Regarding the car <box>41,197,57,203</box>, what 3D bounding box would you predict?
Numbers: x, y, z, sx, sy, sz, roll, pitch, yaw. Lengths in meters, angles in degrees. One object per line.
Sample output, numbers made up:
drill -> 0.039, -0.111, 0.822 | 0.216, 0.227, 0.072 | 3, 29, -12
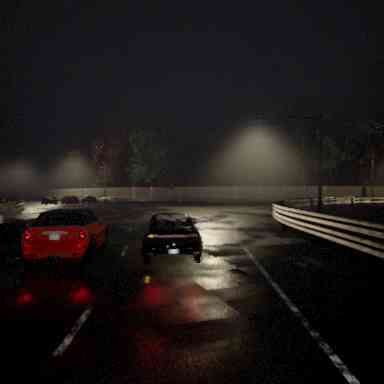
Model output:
car -> -25.129, 1.543, 58.587 | 2.128, 1.511, 4.902 | 0, 0, -37

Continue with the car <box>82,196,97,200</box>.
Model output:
car -> -19.328, 1.525, 62.505 | 1.837, 1.490, 4.892 | 0, 0, -37

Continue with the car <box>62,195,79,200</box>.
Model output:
car -> -22.211, 1.391, 60.521 | 2.097, 1.767, 4.553 | 0, 0, -37

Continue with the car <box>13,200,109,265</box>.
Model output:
car -> -4.328, 1.359, 12.010 | 2.097, 1.767, 4.553 | 0, 0, -6

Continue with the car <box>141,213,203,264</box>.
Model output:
car -> -0.784, 1.485, 11.921 | 2.128, 1.511, 4.902 | 0, 0, -6

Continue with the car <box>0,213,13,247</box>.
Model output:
car -> -7.910, 1.512, 12.622 | 2.128, 1.511, 4.902 | 0, 0, -7
